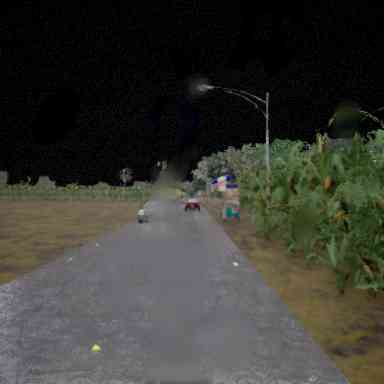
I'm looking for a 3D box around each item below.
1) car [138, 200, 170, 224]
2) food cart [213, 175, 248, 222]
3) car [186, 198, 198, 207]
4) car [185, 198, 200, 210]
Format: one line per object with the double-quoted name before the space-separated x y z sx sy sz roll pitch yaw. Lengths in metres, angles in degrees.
"car" -2.836 1.430 25.528 2.097 1.767 4.553 0 0 0
"food cart" 3.098 0.551 27.687 2.280 3.560 4.660 -1 -1 0
"car" 0.049 1.742 56.784 1.994 1.385 4.181 0 0 1
"car" 0.081 1.615 44.259 1.882 1.535 5.008 0 0 0
